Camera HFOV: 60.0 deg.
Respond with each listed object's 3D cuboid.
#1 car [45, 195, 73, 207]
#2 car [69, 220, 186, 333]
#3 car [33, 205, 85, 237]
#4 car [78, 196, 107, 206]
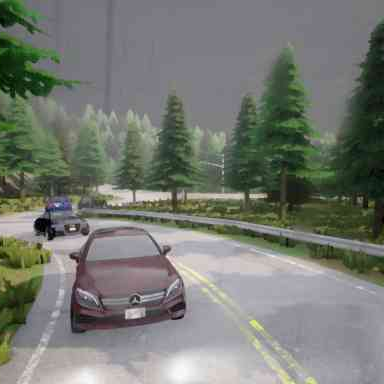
[{"bbox_3d":[-12.862,1.326,32.233,2.150,2.045,5.566,-1,0,-18],"label":"car"},{"bbox_3d":[-1.521,1.523,7.086,1.812,1.442,4.674,-2,0,-17],"label":"car"},{"bbox_3d":[-7.067,1.664,17.821,1.994,1.385,4.181,-4,2,-38],"label":"car"},{"bbox_3d":[-12.719,1.289,42.823,2.097,1.767,4.553,2,2,13],"label":"car"}]
